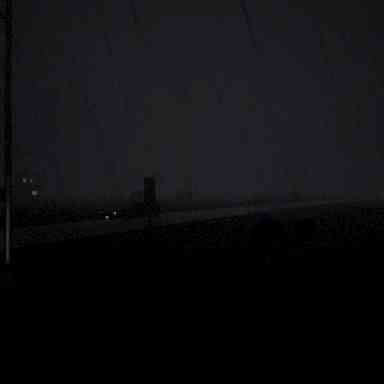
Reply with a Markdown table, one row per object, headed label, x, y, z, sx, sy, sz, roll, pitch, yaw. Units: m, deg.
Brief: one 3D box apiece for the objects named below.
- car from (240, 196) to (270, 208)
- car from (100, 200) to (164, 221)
| label | x | y | z | sx | sy | sz | roll | pitch | yaw |
| --- | --- | --- | --- | --- | --- | --- | --- | --- | --- |
| car | 7.862 | 1.209 | 41.498 | 1.895 | 1.301 | 4.718 | 1 | 1 | 39 |
| car | -4.377 | 1.345 | 25.306 | 2.033 | 1.411 | 5.357 | 0 | 1 | 35 |
